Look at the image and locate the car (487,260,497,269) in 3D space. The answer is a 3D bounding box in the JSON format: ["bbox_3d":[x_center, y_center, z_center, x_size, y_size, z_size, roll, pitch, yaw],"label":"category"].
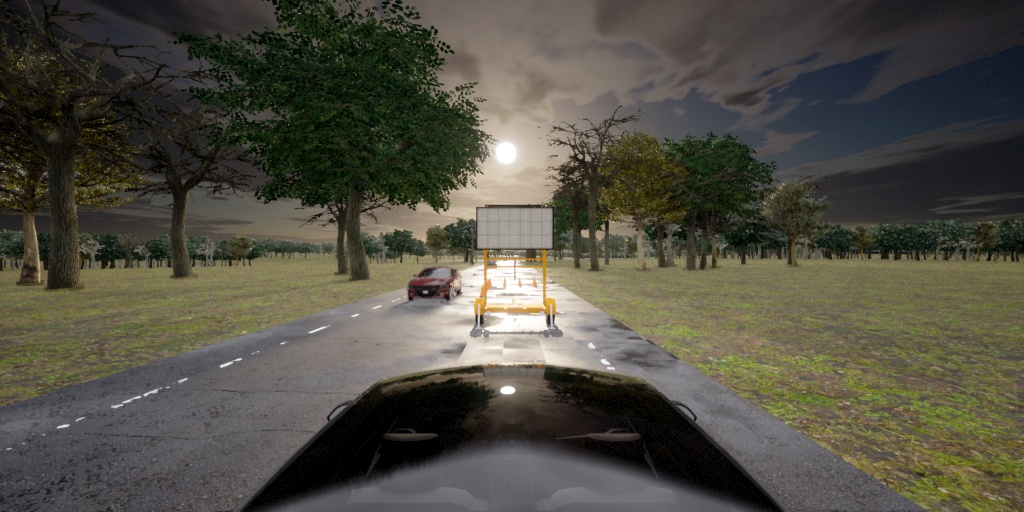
[{"bbox_3d":[-3.566,1.362,59.715,1.994,1.385,4.181,0,0,0],"label":"car"}]

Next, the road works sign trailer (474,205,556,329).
[{"bbox_3d":[0.090,0.211,11.194,2.380,3.560,2.880,0,0,0],"label":"road works sign trailer"}]

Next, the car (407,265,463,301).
[{"bbox_3d":[-3.593,1.224,17.394,1.882,1.535,5.008,0,0,0],"label":"car"}]
